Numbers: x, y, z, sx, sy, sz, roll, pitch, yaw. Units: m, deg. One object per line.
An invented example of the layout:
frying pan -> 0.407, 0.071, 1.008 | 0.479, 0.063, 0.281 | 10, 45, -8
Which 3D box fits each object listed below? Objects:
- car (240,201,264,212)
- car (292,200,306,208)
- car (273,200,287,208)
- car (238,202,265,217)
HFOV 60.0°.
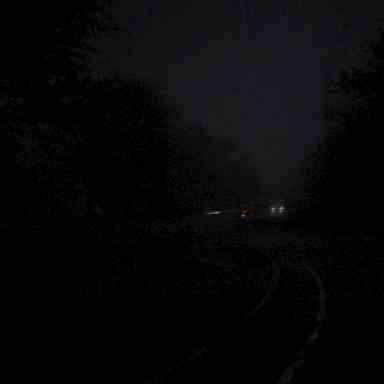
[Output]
car -> 9.119, 2.176, 50.060 | 2.033, 1.411, 5.357 | -1, -1, 29
car -> 20.207, 2.196, 62.773 | 1.837, 1.490, 4.892 | -1, 0, 29
car -> 16.988, 2.269, 64.324 | 1.812, 1.442, 4.674 | -1, -1, 29
car -> 6.877, 1.962, 38.372 | 1.882, 1.535, 5.008 | -1, -1, 29
